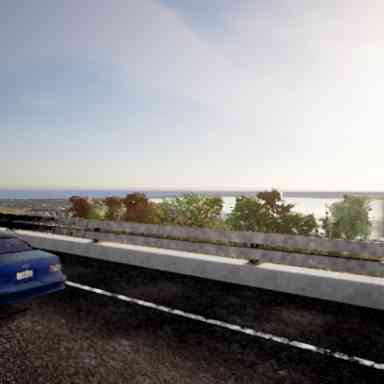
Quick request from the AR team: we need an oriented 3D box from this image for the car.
[{"bbox_3d":[-5.069,1.548,7.513,5.357,1.411,2.033,0,0,36],"label":"car"}]
